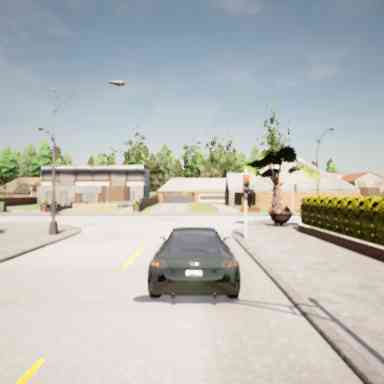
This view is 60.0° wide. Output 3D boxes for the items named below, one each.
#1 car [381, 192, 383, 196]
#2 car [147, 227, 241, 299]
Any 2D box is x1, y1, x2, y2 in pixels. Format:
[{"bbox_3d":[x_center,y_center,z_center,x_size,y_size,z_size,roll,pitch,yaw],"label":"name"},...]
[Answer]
[{"bbox_3d":[38.002,0.997,65.653,1.905,1.878,3.866,0,0,0],"label":"car"},{"bbox_3d":[0.057,1.567,8.519,1.994,1.385,4.181,0,0,1],"label":"car"}]
